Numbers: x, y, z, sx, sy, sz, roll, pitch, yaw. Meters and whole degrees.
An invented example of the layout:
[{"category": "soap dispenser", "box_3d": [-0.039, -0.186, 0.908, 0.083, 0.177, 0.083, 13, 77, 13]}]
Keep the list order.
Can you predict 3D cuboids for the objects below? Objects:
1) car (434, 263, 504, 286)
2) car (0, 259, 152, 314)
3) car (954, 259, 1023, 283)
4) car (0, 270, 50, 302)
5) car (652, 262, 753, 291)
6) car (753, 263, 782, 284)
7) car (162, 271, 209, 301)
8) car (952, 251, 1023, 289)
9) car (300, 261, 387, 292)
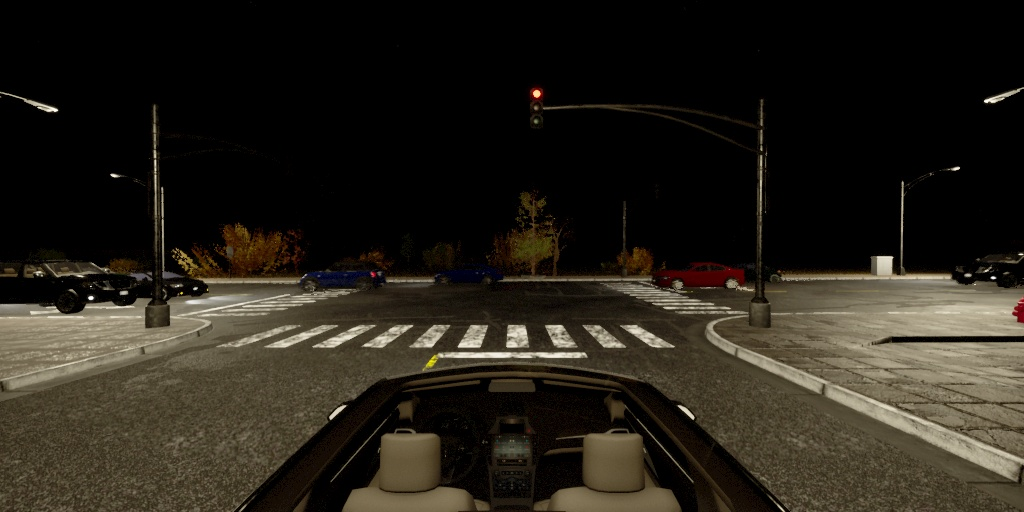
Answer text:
[{"category": "car", "box_3d": [-2.850, 1.218, 24.189, 4.674, 1.442, 1.812, 0, 1, 0]}, {"category": "car", "box_3d": [-18.277, 1.140, 14.352, 5.566, 2.045, 2.150, 0, 1, 0]}, {"category": "car", "box_3d": [33.212, 0.962, 23.902, 4.902, 1.511, 2.128, 0, 1, 0]}, {"category": "car", "box_3d": [-26.762, 1.482, 17.672, 5.357, 1.411, 2.033, 0, 1, 0]}, {"category": "car", "box_3d": [10.658, 1.127, 20.673, 5.008, 1.535, 1.882, 0, 1, -2]}, {"category": "car", "box_3d": [15.545, 1.139, 24.048, 4.181, 1.385, 1.994, 0, 1, 0]}, {"category": "car", "box_3d": [-17.522, 1.437, 17.601, 4.181, 1.385, 1.994, 0, 1, 0]}, {"category": "car", "box_3d": [29.118, 0.758, 20.688, 5.566, 2.045, 2.150, 0, 1, 0]}, {"category": "car", "box_3d": [-9.840, 1.128, 20.997, 4.553, 1.767, 2.097, -1, 1, 0]}]
